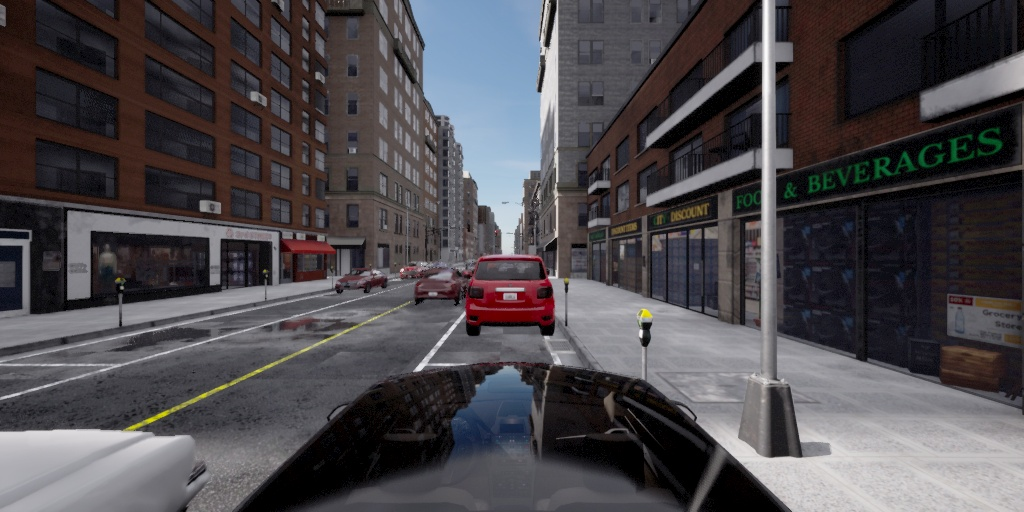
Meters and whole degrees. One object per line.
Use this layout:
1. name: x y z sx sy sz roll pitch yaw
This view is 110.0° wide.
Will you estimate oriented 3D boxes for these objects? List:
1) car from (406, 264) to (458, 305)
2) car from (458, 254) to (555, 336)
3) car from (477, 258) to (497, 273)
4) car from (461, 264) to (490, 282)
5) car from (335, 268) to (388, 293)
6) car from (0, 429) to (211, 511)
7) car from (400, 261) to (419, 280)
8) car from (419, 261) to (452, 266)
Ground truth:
1. car: -3.015 1.276 15.929 1.812 1.442 4.674 0 0 0
2. car: -0.039 0.978 10.530 2.150 2.045 5.566 0 0 0
3. car: -2.936 1.103 43.101 2.097 1.767 4.553 0 0 0
4. car: -2.930 1.351 29.732 1.895 1.301 4.718 0 0 0
5. car: -8.408 1.332 20.388 1.802 1.307 4.207 0 0 0
6. car: -2.929 1.351 0.188 1.895 1.301 4.718 0 0 0
7. car: -8.408 1.190 31.425 1.967 1.591 4.097 0 0 0
8. car: -5.864 1.241 29.867 2.128 1.511 4.902 0 0 0
